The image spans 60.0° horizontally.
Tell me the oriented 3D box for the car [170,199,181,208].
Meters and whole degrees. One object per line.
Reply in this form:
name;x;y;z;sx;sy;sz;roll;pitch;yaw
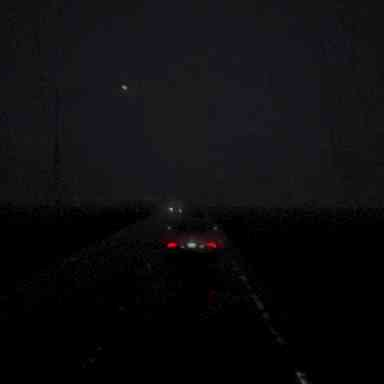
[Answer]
car;-2.765;2.005;58.794;1.882;1.535;5.008;0;-1;0

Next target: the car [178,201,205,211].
car;0.021;1.780;28.494;1.837;1.490;4.892;0;0;0

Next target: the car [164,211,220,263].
car;0.009;1.672;12.511;2.033;1.411;5.357;0;-1;0
